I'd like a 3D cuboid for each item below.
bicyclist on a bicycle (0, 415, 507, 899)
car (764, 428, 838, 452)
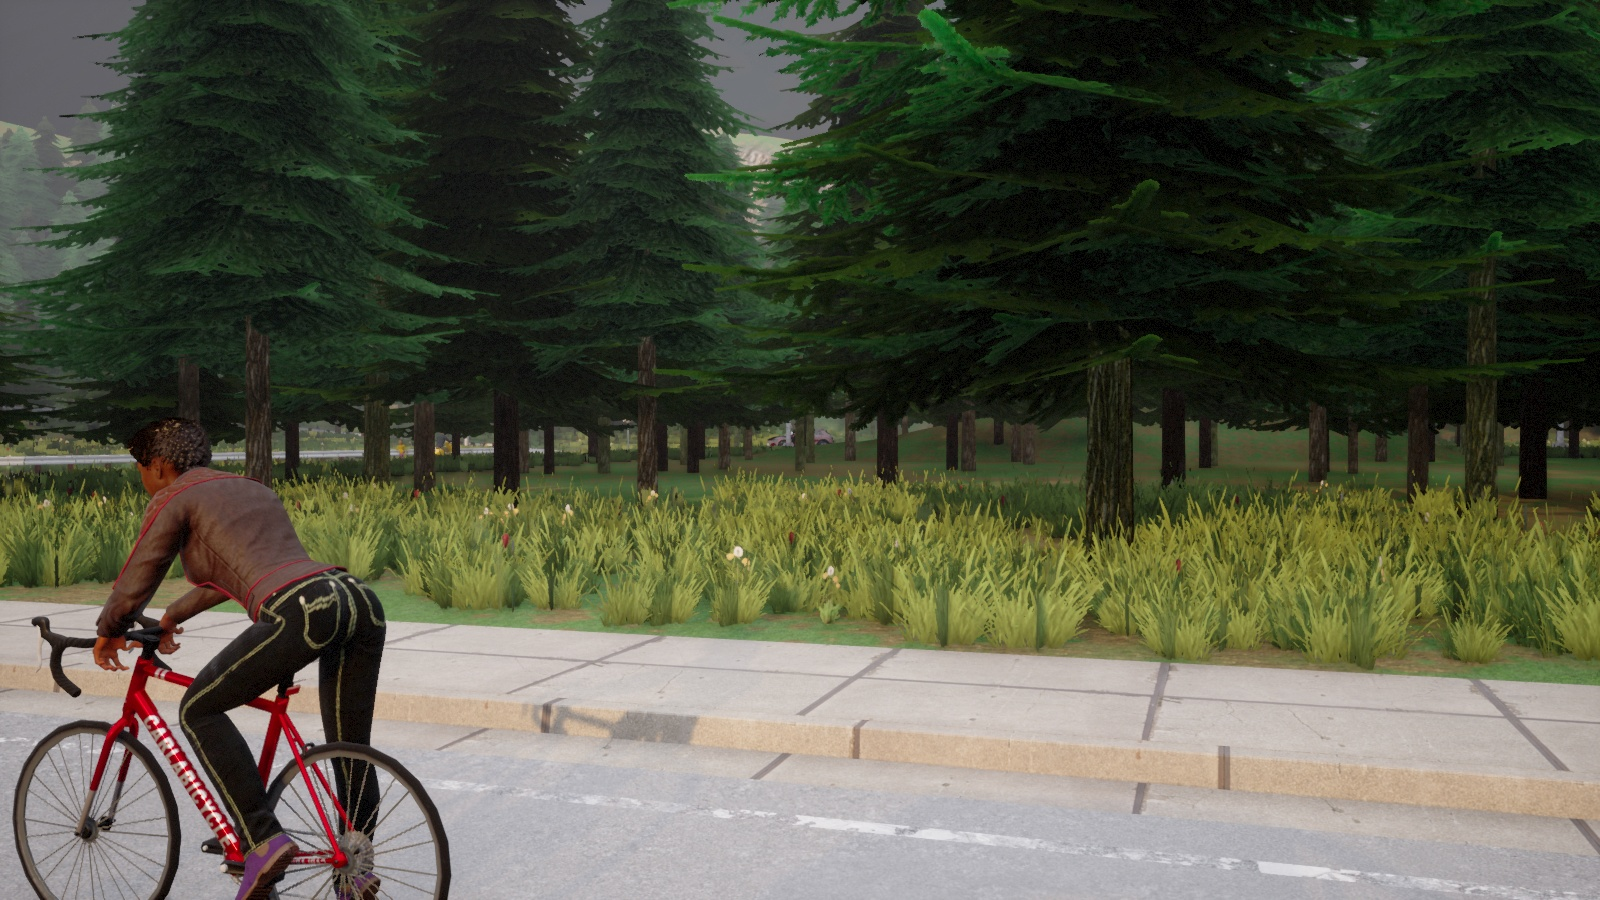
[{"bbox_3d":[-1.766,0.712,3.788,1.656,1.620,0.582,0,1,19],"label":"bicyclist on a bicycle"},{"bbox_3d":[0.050,-0.695,88.990,4.856,1.649,2.033,0,1,-19],"label":"car"}]
